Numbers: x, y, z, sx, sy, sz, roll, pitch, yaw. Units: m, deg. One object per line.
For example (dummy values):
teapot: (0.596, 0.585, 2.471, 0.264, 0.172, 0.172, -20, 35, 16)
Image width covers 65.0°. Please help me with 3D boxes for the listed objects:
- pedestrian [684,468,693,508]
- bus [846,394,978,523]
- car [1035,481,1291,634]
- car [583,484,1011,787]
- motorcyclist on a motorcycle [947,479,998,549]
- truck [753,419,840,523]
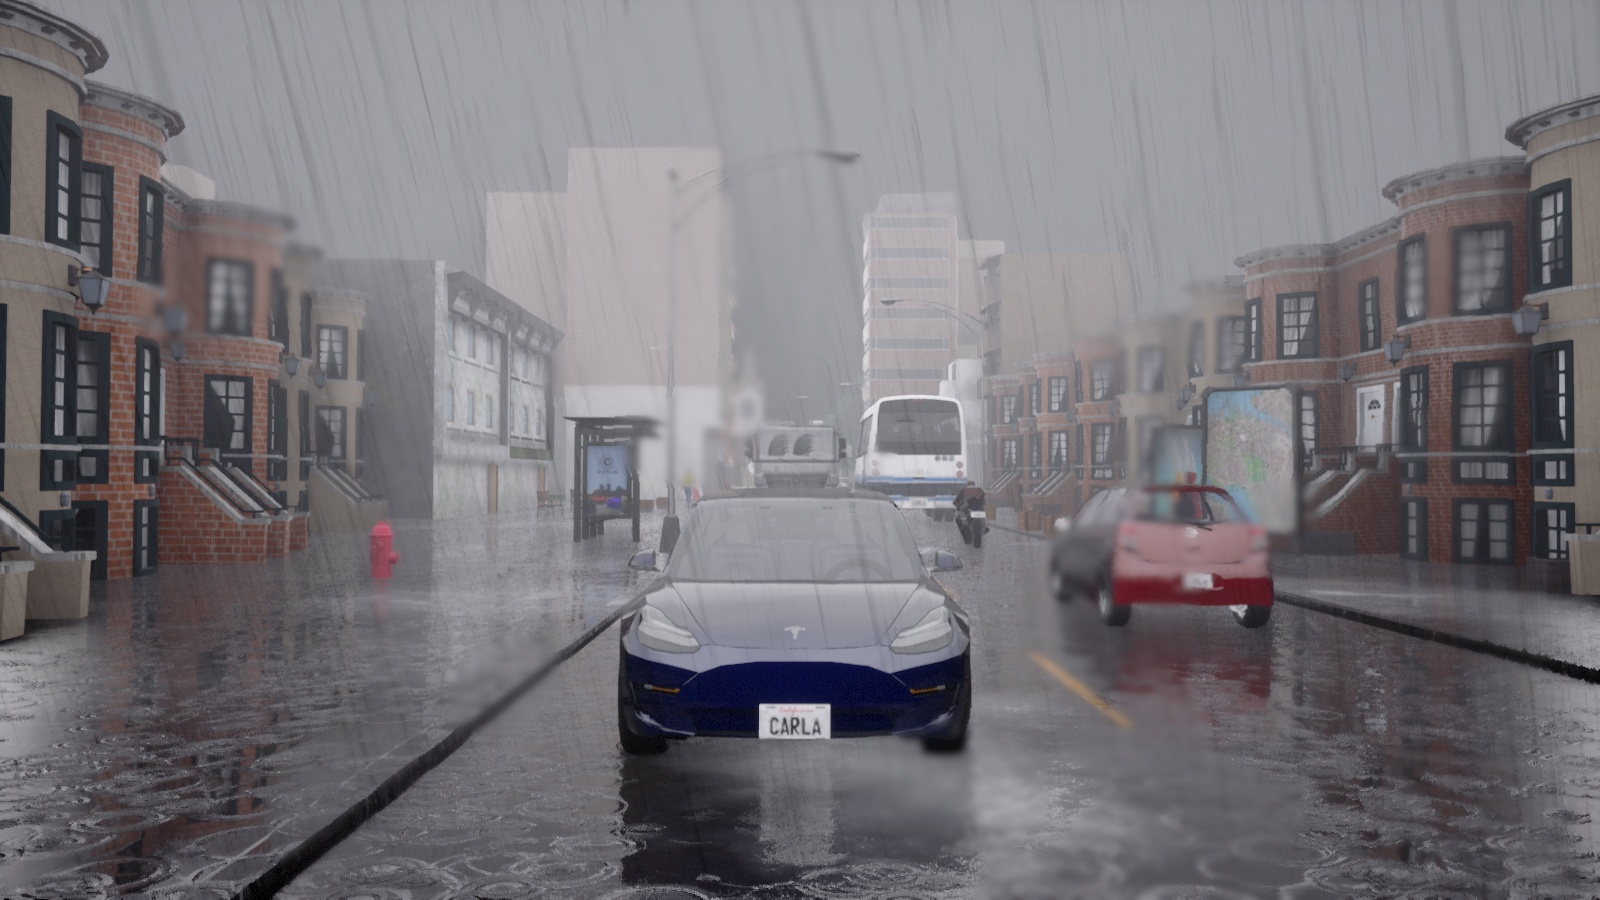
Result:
pedestrian: (-5.049, 1.724, 56.952, 0.354, 1.836, 0.706, 0, -1, -1)
bus: (3.871, 0.386, 46.489, 3.944, 4.253, 10.273, 0, -1, 0)
car: (3.961, 1.114, 14.338, 1.845, 1.501, 3.633, 0, -1, 0)
car: (-0.024, 1.001, 8.752, 2.163, 1.488, 4.792, 0, -1, 0)
motorcyclist on a motorcycle: (3.923, 1.432, 28.725, 0.866, 1.530, 2.191, 0, -1, 0)
truck: (-0.126, 0.781, 45.706, 2.891, 3.462, 7.936, 0, -1, 0)
